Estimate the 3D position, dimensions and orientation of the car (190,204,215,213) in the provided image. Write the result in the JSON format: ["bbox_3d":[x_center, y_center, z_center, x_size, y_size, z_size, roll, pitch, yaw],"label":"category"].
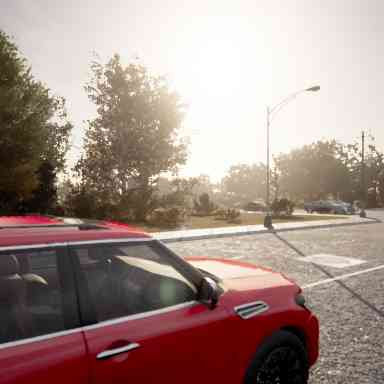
[{"bbox_3d":[1.701,2.779,57.216,1.837,1.490,4.892,0,-1,-32],"label":"car"}]

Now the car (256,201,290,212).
[{"bbox_3d":[11.598,2.125,47.949,1.837,1.490,4.892,0,-2,-32],"label":"car"}]

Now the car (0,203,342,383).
[{"bbox_3d":[-1.195,1.221,2.885,5.566,2.045,2.150,0,0,-38],"label":"car"}]

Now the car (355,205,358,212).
[{"bbox_3d":[17.015,1.745,39.253,2.128,1.511,4.902,0,-2,-33],"label":"car"}]

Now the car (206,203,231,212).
[{"bbox_3d":[4.659,2.791,59.087,1.837,1.490,4.892,0,-1,-32],"label":"car"}]

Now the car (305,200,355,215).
[{"bbox_3d":[14.633,1.708,36.485,2.128,1.511,4.902,0,-1,-32],"label":"car"}]
